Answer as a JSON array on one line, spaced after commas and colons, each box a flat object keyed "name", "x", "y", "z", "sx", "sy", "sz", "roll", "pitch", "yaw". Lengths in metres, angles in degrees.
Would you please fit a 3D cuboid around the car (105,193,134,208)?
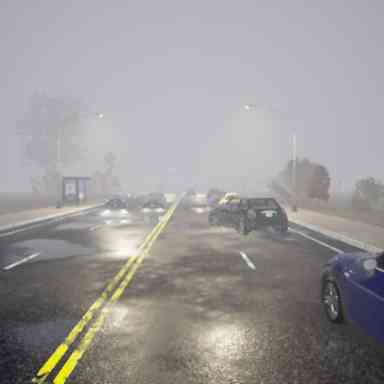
[{"name": "car", "x": -6.695, "y": 0.762, "z": 31.176, "sx": 1.895, "sy": 1.301, "sz": 4.718, "roll": 0, "pitch": 2, "yaw": 0}]

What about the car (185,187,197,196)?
[{"name": "car", "x": -0.203, "y": -0.004, "z": 57.042, "sx": 2.033, "sy": 1.411, "sz": 5.357, "roll": 0, "pitch": 2, "yaw": 0}]

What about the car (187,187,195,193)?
[{"name": "car", "x": -0.303, "y": -0.598, "z": 79.081, "sx": 1.895, "sy": 1.301, "sz": 4.718, "roll": 0, "pitch": 2, "yaw": 0}]

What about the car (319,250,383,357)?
[{"name": "car", "x": 3.247, "y": 1.245, "z": 3.900, "sx": 2.097, "sy": 1.767, "sz": 4.553, "roll": 0, "pitch": 2, "yaw": 0}]

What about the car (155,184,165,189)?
[{"name": "car", "x": -6.774, "y": -0.855, "z": 71.954, "sx": 1.837, "sy": 1.490, "sz": 4.892, "roll": 0, "pitch": 2, "yaw": 0}]

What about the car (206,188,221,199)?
[{"name": "car", "x": 3.080, "y": 0.205, "z": 47.934, "sx": 1.837, "sy": 1.490, "sz": 4.892, "roll": 0, "pitch": 2, "yaw": 0}]

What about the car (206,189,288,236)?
[{"name": "car", "x": 2.539, "y": 0.923, "z": 15.943, "sx": 2.097, "sy": 1.767, "sz": 4.553, "roll": -1, "pitch": 2, "yaw": -19}]

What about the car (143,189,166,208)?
[{"name": "car", "x": -3.448, "y": 0.696, "z": 31.612, "sx": 2.033, "sy": 1.411, "sz": 5.357, "roll": 0, "pitch": 2, "yaw": 0}]

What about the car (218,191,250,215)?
[{"name": "car", "x": 3.174, "y": 0.754, "z": 26.130, "sx": 1.801, "sy": 1.575, "sz": 5.366, "roll": 0, "pitch": 2, "yaw": 0}]
